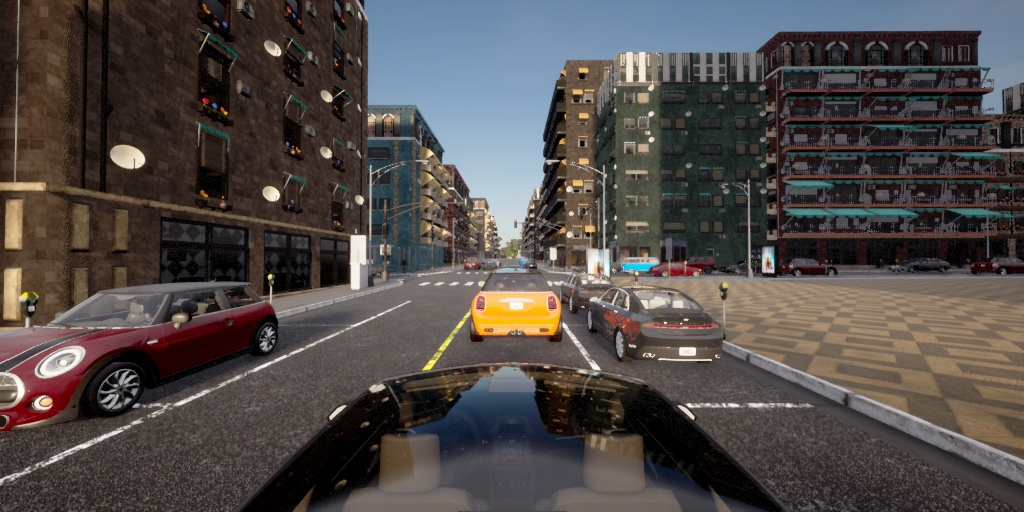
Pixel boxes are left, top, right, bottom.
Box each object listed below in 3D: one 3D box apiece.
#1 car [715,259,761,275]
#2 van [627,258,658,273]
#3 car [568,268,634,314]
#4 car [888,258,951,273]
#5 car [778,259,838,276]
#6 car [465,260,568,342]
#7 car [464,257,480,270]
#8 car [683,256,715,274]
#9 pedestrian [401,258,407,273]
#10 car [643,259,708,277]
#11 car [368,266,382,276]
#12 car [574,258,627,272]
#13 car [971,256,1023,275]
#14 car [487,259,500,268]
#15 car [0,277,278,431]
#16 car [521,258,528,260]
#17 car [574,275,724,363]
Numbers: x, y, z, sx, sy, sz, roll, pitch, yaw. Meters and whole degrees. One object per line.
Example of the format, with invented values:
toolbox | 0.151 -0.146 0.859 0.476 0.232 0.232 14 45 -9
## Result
car | 23.544 1.095 35.884 4.892 1.490 1.837 -1 -1 0
van | 13.758 1.046 38.529 3.998 1.789 1.690 0 0 0
car | 2.816 1.304 13.519 2.007 1.370 4.403 0 0 0
car | 40.504 0.956 35.740 4.902 1.511 2.128 0 -1 1
car | 24.754 0.935 30.073 4.097 1.591 1.967 0 0 0
car | 0.095 1.104 9.928 2.097 1.767 4.553 0 0 0
car | -5.706 1.083 51.749 2.192 1.841 5.009 0 0 0
car | 19.285 0.977 38.491 5.009 1.841 2.192 0 0 0
pedestrian | -12.542 1.097 41.672 0.375 1.860 0.375 0 0 0
car | 13.698 1.162 30.149 4.207 1.307 1.802 0 0 0
car | -15.821 1.447 36.154 5.357 1.411 2.033 0 -1 0
car | 8.669 1.202 36.331 4.902 1.511 2.128 -1 -1 6
car | 41.335 0.811 29.960 4.097 1.591 1.967 0 0 0
car | -3.099 1.298 60.997 1.812 1.442 4.674 0 0 0
car | -5.821 1.191 5.711 1.967 1.591 4.097 0 0 0
car | 2.675 1.334 51.712 1.948 1.339 4.313 0 0 0
car | 2.818 1.302 7.949 2.007 1.370 4.403 0 0 0
